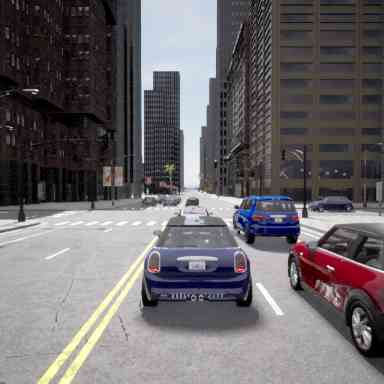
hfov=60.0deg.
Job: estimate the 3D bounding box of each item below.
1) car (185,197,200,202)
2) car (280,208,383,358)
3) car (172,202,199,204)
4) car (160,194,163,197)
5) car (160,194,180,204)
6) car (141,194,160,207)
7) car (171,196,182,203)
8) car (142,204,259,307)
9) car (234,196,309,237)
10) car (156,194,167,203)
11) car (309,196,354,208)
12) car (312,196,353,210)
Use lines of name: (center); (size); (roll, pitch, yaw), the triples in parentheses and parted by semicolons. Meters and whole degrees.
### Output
car: (0.070, 1.469, 49.749); (1.837, 1.490, 4.892); (0, 0, 1)
car: (3.344, 1.349, 6.180); (2.097, 1.767, 4.553); (0, 0, 0)
car: (0.090, 1.480, 17.075); (2.128, 1.511, 4.902); (0, 0, 0)
car: (-6.586, 1.524, 61.309); (1.994, 1.385, 4.181); (0, 0, 0)
car: (-3.344, 1.490, 51.331); (1.812, 1.442, 4.674); (0, 0, 2)
car: (-6.597, 1.469, 51.389); (1.837, 1.490, 4.892); (0, 0, 2)
car: (-3.265, 1.496, 71.473); (2.033, 1.411, 5.357); (0, 0, 0)
car: (0.094, 1.348, 8.138); (2.097, 1.767, 4.553); (0, 0, 0)
car: (3.349, 1.211, 15.890); (2.150, 2.045, 5.566); (0, 0, -2)
car: (-6.515, 1.312, 71.280); (2.097, 1.767, 4.553); (0, 0, 0)
car: (15.345, 1.277, 36.934); (4.553, 1.767, 2.097); (0, 1, -1)
car: (16.671, 1.323, 39.635); (4.097, 1.590, 1.967); (0, 1, 0)
